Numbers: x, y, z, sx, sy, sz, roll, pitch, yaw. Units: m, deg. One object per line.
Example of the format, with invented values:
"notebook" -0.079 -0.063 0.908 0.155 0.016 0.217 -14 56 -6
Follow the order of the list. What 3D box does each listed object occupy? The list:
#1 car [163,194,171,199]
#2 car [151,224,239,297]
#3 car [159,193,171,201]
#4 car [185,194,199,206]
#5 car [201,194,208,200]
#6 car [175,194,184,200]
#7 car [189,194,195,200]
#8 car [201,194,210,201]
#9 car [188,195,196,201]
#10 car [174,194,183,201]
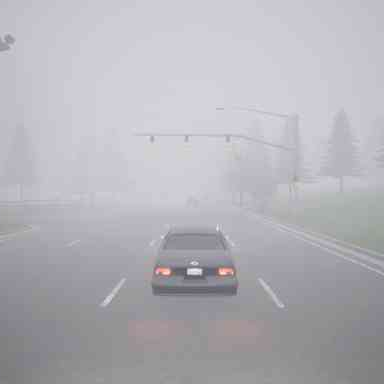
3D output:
"car" -6.981 1.370 93.872 1.994 1.385 4.181 0 0 0
"car" 0.068 1.546 8.768 2.033 1.411 5.357 0 0 0
"car" -6.983 1.203 83.482 2.150 2.045 5.566 0 0 0
"car" 0.009 1.343 52.807 2.097 1.767 4.553 0 0 0
"car" 3.519 1.295 93.869 1.882 1.535 5.008 0 0 0
"car" -3.481 1.342 93.871 2.128 1.511 4.902 0 0 0
"car" 0.019 1.295 93.870 1.882 1.535 5.008 0 0 0
"car" 3.517 1.478 83.449 1.837 1.490 4.892 0 0 0
"car" 0.017 1.518 83.450 2.033 1.411 5.357 0 0 0
"car" -3.483 1.503 83.868 1.812 1.442 4.674 0 0 0
